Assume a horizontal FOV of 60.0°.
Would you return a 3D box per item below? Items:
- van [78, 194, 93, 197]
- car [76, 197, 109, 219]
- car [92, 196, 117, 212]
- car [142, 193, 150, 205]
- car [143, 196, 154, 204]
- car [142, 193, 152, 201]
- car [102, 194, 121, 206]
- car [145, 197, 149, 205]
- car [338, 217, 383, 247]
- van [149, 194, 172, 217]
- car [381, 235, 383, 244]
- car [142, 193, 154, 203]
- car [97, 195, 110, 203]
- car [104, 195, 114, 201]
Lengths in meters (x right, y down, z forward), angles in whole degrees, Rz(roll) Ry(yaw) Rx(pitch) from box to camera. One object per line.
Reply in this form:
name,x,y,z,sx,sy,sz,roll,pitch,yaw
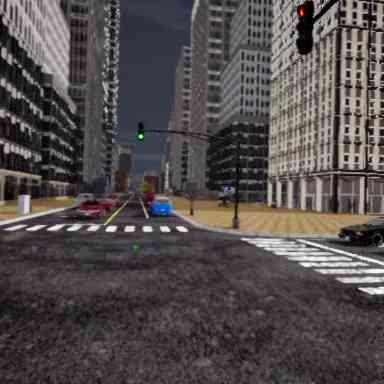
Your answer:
van,-13.026,1.088,40.740,1.690,1.788,3.998,2,0,-9
car,-8.174,1.371,27.120,1.812,1.442,4.674,2,0,-9
car,-9.762,1.430,36.891,1.895,1.301,4.718,2,0,-9
car,-7.439,1.272,58.492,2.192,1.841,5.009,2,0,-9
car,-8.340,1.491,63.958,1.887,1.381,4.507,2,0,-9
car,-11.013,1.230,80.359,2.192,1.841,5.009,2,0,-9
car,-11.823,1.159,49.805,2.097,1.767,4.553,2,0,-9
car,-3.849,1.541,36.631,1.887,1.381,4.507,2,0,-9
car,10.492,2.030,17.367,5.357,1.411,2.033,2,-1,-11
van,-2.860,1.350,31.181,1.690,1.788,3.998,2,0,-9
car,10.926,2.070,14.132,4.718,1.301,1.895,2,-1,-11
car,-9.226,1.251,69.426,2.192,1.841,5.009,2,0,-9
car,-16.607,1.258,62.605,2.008,1.369,4.403,2,0,-9
car,-18.395,1.268,73.539,1.802,1.307,4.206,2,0,-9
